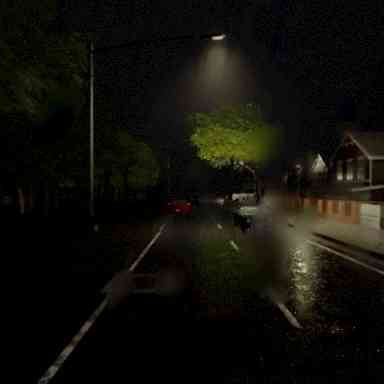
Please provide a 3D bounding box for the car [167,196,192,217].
[{"bbox_3d":[-1.219,1.420,30.724,1.882,1.535,5.008,0,0,0],"label":"car"}]

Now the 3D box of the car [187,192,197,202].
[{"bbox_3d":[0.012,1.035,72.726,2.150,2.045,5.566,0,0,0],"label":"car"}]

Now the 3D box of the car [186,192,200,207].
[{"bbox_3d":[0.014,1.170,49.964,2.150,2.045,5.566,0,0,0],"label":"car"}]

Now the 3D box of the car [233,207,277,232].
[{"bbox_3d":[3.605,1.555,19.911,1.895,1.301,4.718,0,0,0],"label":"car"}]
